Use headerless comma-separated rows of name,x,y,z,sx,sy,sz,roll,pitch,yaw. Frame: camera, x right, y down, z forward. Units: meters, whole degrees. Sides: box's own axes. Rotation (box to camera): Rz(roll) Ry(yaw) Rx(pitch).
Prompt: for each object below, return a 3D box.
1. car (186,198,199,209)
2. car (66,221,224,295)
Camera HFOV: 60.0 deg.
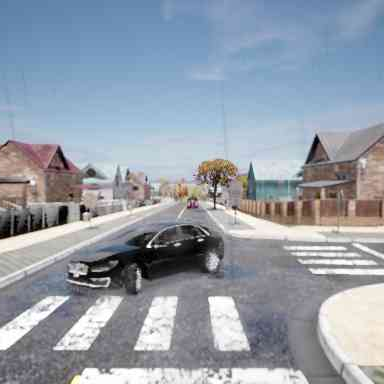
car,0.098,2.174,55.707,1.895,1.301,4.718,0,-1,0
car,-1.004,1.613,9.188,1.837,1.490,4.892,-4,-3,40
